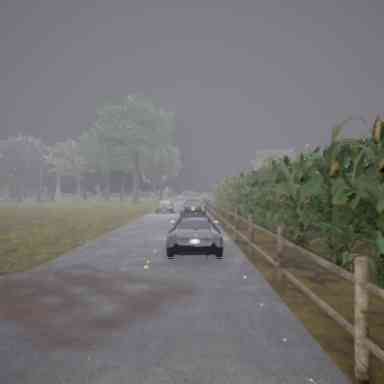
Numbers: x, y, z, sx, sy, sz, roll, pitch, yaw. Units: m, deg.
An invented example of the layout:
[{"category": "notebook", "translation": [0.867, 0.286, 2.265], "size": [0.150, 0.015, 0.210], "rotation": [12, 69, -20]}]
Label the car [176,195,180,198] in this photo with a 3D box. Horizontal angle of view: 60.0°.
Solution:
[{"category": "car", "translation": [-2.764, 1.479, 76.806], "size": [1.812, 1.442, 4.674], "rotation": [0, 0, 0]}]

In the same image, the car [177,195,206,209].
[{"category": "car", "translation": [0.094, 1.383, 28.231], "size": [2.097, 1.767, 4.553], "rotation": [0, 0, 0]}]

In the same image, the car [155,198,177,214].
[{"category": "car", "translation": [-2.845, 1.577, 35.817], "size": [1.812, 1.442, 4.674], "rotation": [0, 0, 0]}]

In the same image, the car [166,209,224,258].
[{"category": "car", "translation": [0.095, 1.570, 12.750], "size": [1.994, 1.385, 4.181], "rotation": [0, 0, 0]}]
